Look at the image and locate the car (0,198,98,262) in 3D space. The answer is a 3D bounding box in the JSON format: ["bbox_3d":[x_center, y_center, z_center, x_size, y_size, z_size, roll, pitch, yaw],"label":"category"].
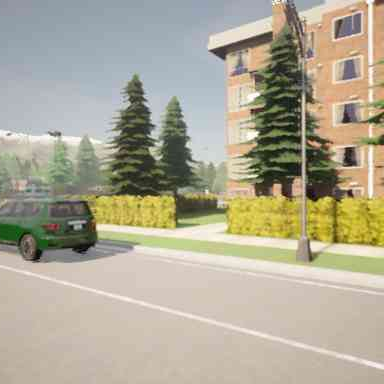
[{"bbox_3d":[-5.893,1.245,12.435,5.566,2.045,2.150,0,0,36],"label":"car"}]
